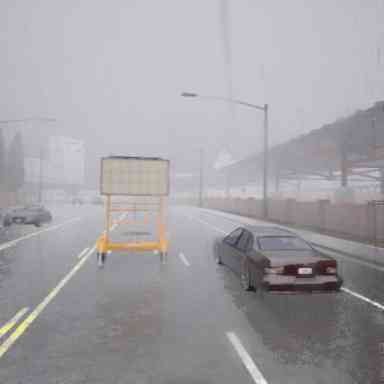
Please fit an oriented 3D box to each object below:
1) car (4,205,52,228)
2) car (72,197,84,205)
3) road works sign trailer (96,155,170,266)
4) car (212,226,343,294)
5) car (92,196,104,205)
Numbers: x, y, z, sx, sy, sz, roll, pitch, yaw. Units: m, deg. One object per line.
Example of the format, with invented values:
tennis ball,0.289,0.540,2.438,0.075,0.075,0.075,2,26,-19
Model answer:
car,-10.711,1.542,22.014,1.994,1.385,4.181,1,-1,-8
car,-20.999,1.649,61.347,2.128,1.511,4.902,2,-1,-16
road works sign trailer,-2.042,0.533,11.901,2.380,3.560,2.880,1,-1,-8
car,1.951,1.677,9.293,2.033,1.411,5.357,1,-1,-8
car,-17.641,1.596,62.352,2.097,1.767,4.553,1,-1,-16
